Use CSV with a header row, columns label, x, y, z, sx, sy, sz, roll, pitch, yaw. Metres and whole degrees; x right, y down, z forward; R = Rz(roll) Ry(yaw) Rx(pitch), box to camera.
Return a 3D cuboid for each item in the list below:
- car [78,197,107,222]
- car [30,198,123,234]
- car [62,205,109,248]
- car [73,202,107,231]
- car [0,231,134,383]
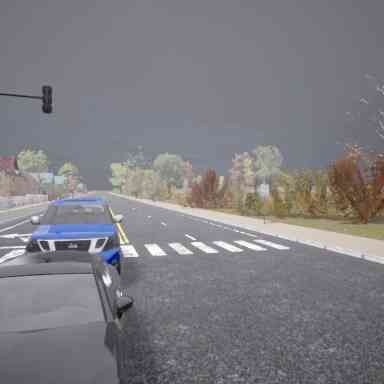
label,x,y,z,sx,sy,sz,roll,pitch,yaw
car,-8.167,1.338,27.527,2.097,1.767,4.553,0,0,-15
car,-3.360,1.218,9.982,2.150,2.045,5.566,0,0,-15
car,-5.025,1.499,16.052,1.837,1.490,4.892,0,0,-15
car,-6.600,1.468,21.795,1.882,1.535,5.008,0,0,-15
car,-1.713,1.524,3.895,1.812,1.442,4.674,0,0,-13
